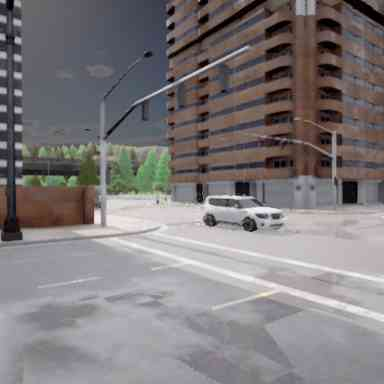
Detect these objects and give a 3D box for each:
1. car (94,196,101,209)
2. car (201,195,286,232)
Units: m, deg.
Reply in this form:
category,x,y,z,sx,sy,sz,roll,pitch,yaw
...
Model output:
category,x,y,z,sx,sy,sz,roll,pitch,yaw
car,-12.076,1.195,40.011,2.097,1.767,4.553,-1,0,-36
car,2.832,1.233,19.595,2.150,2.045,5.566,-1,1,-36
